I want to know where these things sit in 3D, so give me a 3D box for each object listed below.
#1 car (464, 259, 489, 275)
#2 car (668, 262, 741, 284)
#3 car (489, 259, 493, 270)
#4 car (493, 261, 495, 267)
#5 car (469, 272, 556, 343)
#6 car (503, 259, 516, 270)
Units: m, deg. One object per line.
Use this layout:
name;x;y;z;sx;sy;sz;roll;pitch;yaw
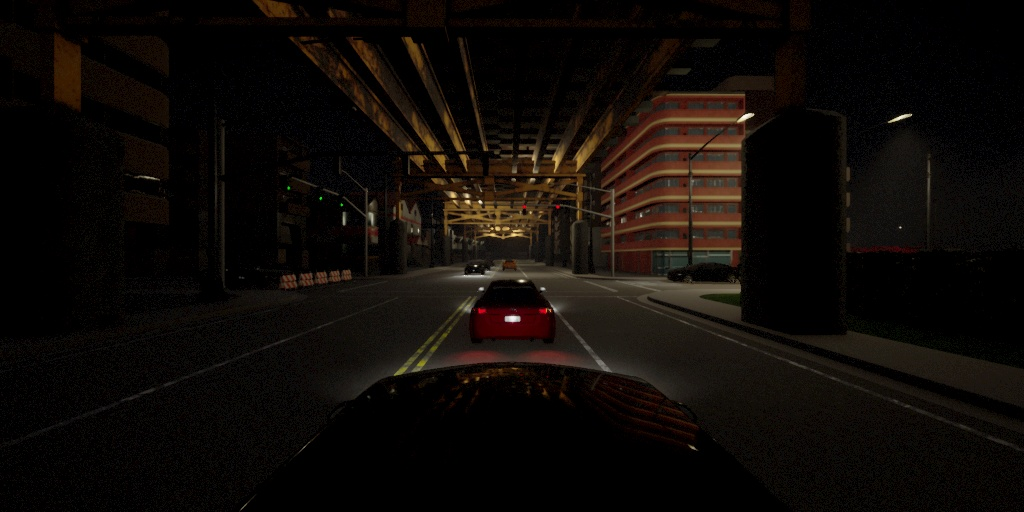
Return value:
car;-3.933;1.313;38.667;1.994;1.385;4.181;0;0;0
car;14.017;1.227;26.193;5.008;1.535;1.882;0;0;0
car;-4.043;1.349;50.619;1.895;1.301;4.718;0;0;0
car;-4.134;1.232;65.344;1.812;1.442;4.674;0;0;0
car;0.006;1.314;9.663;1.994;1.385;4.181;0;0;0
car;-0.369;1.224;53.008;1.882;1.535;5.008;0;0;-1
